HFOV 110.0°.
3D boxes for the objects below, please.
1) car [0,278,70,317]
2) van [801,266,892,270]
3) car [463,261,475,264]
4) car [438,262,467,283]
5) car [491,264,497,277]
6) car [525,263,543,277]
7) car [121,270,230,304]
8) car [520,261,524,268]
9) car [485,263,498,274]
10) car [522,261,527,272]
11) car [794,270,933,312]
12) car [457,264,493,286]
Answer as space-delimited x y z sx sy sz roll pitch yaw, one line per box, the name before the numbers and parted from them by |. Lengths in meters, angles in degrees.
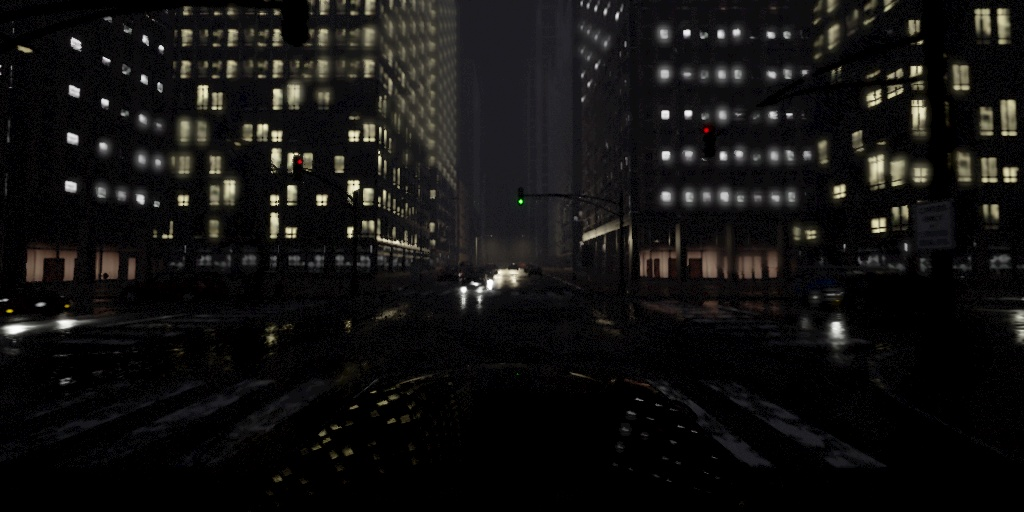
car | -17.449 1.404 11.765 4.181 1.385 1.994 0 -2 0
van | 16.041 1.378 17.346 3.998 1.789 1.690 0 0 0
car | -5.540 1.598 44.079 2.192 1.841 5.009 0 0 0
car | -5.577 1.584 32.930 1.967 1.591 4.097 0 0 0
car | -2.965 1.827 39.758 1.895 1.301 4.718 0 -1 0
car | 2.841 1.856 44.113 1.802 1.307 4.207 0 0 0
car | -16.432 1.464 17.530 4.097 1.591 1.967 0 0 0
car | 2.898 2.048 60.844 1.948 1.339 4.313 0 0 0
car | -2.920 1.830 49.830 1.882 1.535 5.008 0 -1 0
car | 2.880 1.938 55.437 1.751 1.417 4.829 0 0 0
car | 14.924 1.460 14.788 4.892 1.490 1.837 0 -2 0
car | -3.001 1.651 29.849 2.033 1.411 5.357 0 -1 0
